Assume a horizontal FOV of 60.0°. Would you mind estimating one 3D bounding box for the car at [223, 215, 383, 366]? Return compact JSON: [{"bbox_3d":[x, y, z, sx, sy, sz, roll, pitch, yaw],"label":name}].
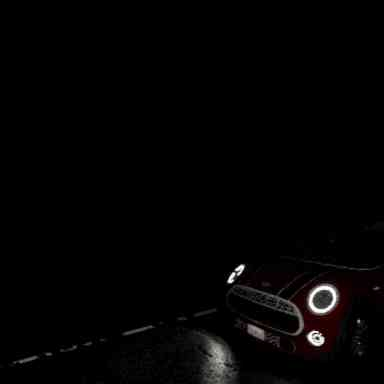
[{"bbox_3d":[2.717,1.347,5.928,4.553,1.767,2.097,0,0,-35],"label":"car"}]
